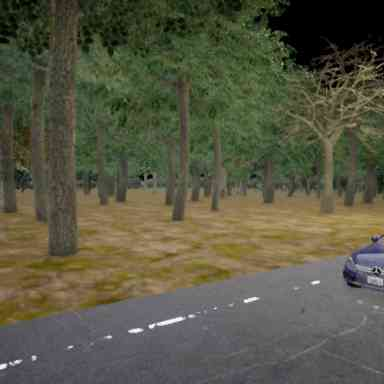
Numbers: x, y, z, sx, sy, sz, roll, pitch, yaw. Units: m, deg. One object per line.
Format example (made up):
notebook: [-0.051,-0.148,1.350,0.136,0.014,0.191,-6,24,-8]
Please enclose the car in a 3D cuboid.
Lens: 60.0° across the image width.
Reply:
car: [5.558,1.506,7.976,4.674,1.442,1.812,0,0,-35]
